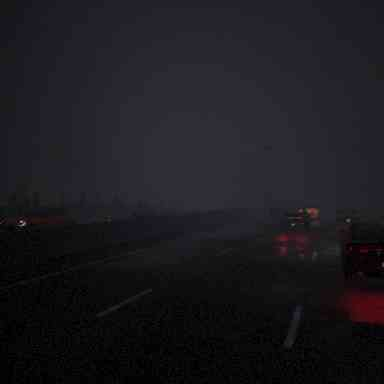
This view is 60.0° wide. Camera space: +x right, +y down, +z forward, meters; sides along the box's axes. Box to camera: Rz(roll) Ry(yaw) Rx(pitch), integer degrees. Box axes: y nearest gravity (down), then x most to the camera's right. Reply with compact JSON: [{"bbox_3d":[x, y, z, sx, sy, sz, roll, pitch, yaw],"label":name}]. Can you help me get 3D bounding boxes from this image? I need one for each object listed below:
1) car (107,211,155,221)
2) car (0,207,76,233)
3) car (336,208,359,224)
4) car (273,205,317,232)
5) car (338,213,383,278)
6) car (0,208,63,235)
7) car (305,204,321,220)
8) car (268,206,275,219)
[{"bbox_3d":[-4.014,2.047,23.840,1.895,1.301,4.718,-1,-1,23],"label":"car"},{"bbox_3d":[-9.322,1.756,20.271,2.097,1.767,4.553,-1,-1,23],"label":"car"},{"bbox_3d":[13.712,2.098,29.342,1.895,1.301,4.718,-1,-2,23],"label":"car"},{"bbox_3d":[7.276,1.879,23.088,2.128,1.511,4.902,-1,-1,23],"label":"car"},{"bbox_3d":[5.695,1.645,10.331,1.882,1.535,5.008,-1,-1,23],"label":"car"},{"bbox_3d":[-11.778,1.962,23.448,2.128,1.511,4.902,-1,-1,23],"label":"car"},{"bbox_3d":[13.033,2.157,36.731,2.097,1.767,4.553,-1,-4,23],"label":"car"},{"bbox_3d":[10.253,2.388,39.159,1.882,1.535,5.008,-1,-3,22],"label":"car"}]
